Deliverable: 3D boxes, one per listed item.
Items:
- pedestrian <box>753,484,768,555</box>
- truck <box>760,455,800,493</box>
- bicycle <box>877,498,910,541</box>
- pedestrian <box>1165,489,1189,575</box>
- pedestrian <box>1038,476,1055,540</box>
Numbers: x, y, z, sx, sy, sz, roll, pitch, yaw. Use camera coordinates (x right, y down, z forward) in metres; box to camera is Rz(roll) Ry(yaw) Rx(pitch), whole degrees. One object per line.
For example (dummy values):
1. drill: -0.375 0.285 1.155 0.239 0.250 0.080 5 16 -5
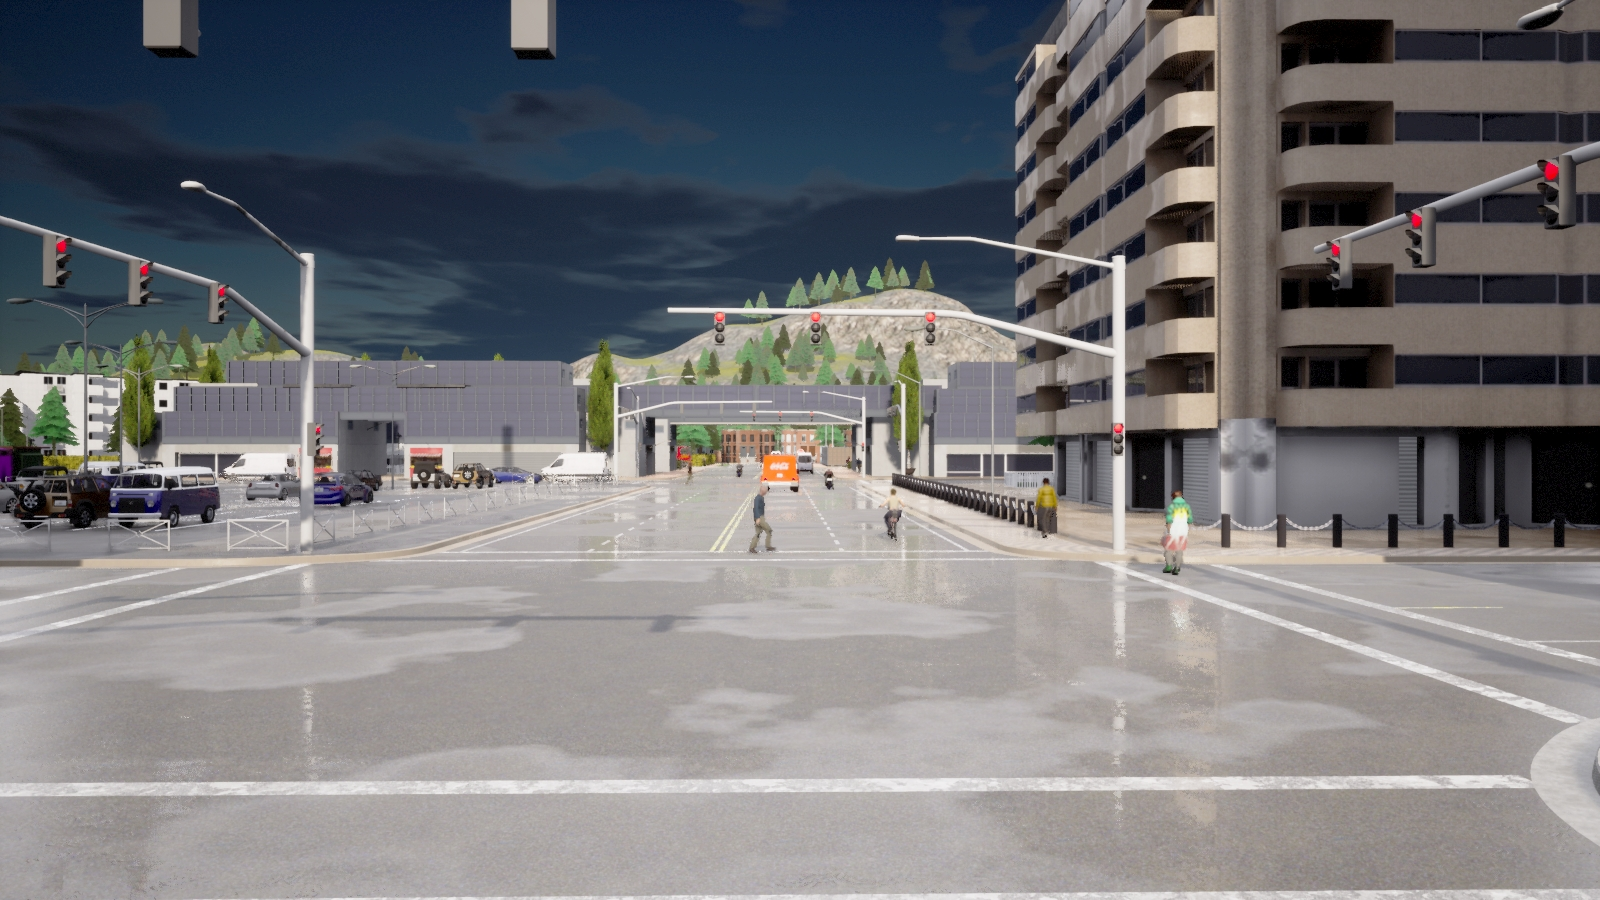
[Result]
1. pedestrian: -1.052 1.839 30.273 0.375 1.860 0.375 0 0 3
2. truck: -1.366 1.564 77.071 2.627 2.467 5.204 0 0 -1
3. bicycle: 2.906 2.158 35.700 0.859 1.276 1.487 0 0 -2
4. pedestrian: 8.299 1.804 25.169 0.375 1.860 0.375 0 0 -4
5. pedestrian: 7.268 1.695 33.708 0.375 1.860 0.375 0 0 -5
